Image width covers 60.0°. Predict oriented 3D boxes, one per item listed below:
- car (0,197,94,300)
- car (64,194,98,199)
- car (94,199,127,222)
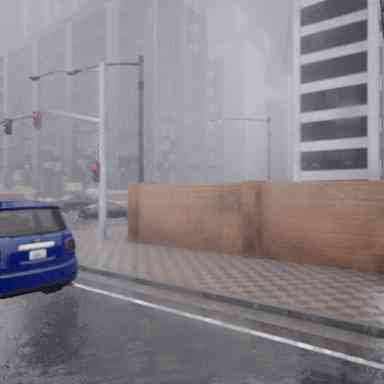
[{"bbox_3d":[-4.913,1.211,7.475,5.566,2.045,2.150,0,0,36],"label":"car"},{"bbox_3d":[-12.603,1.191,35.752,2.150,2.045,5.566,0,0,36],"label":"car"},{"bbox_3d":[-6.576,1.506,25.980,1.812,1.442,4.674,0,0,37],"label":"car"}]
